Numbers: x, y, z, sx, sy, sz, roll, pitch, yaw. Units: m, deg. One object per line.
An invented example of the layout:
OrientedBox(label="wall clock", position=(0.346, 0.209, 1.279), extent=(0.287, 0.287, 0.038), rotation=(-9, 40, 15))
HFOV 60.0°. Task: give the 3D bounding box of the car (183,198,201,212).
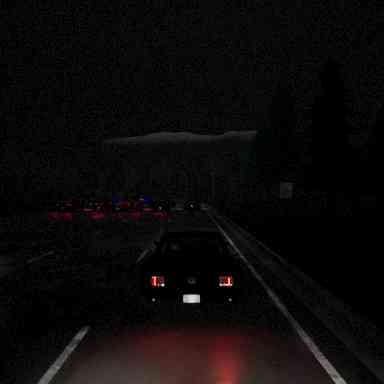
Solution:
OrientedBox(label="car", position=(0.006, 1.568, 39.618), extent=(1.994, 1.385, 4.181), rotation=(0, 0, 0))

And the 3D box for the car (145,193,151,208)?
OrientedBox(label="car", position=(-7.002, 1.227, 48.788), extent=(2.150, 2.045, 5.566), rotation=(0, 0, 0))

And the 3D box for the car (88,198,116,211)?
OrientedBox(label="car", position=(-10.488, 1.509, 39.912), extent=(1.837, 1.490, 4.892), rotation=(0, 0, 0))

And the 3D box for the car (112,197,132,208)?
OrientedBox(label="car", position=(-10.495, 1.483, 49.936), extent=(1.882, 1.535, 5.008), rotation=(0, 0, 0))

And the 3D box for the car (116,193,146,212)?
OrientedBox(label="car", position=(-6.998, 1.356, 38.843), extent=(2.097, 1.767, 4.553), rotation=(0, 0, 0))

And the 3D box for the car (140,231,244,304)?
OrientedBox(label="car", position=(-0.001, 1.602, 8.110), extent=(1.895, 1.301, 4.718), rotation=(0, 0, 0))

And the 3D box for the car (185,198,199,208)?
OrientedBox(label="car", position=(0.007, 1.569, 49.537), extent=(1.994, 1.385, 4.181), rotation=(0, 0, 0))

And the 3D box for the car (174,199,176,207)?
OrientedBox(label="car", position=(-3.489, 1.569, 49.544), extent=(1.994, 1.385, 4.181), rotation=(0, 0, 0))

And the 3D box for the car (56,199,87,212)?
OrientedBox(label="car", position=(-14.004, 1.530, 38.188), extent=(1.812, 1.442, 4.674), rotation=(0, 0, 0))

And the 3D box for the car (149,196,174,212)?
OrientedBox(label="car", position=(-3.496, 1.509, 39.156), extent=(1.837, 1.490, 4.892), rotation=(0, 0, 0))
